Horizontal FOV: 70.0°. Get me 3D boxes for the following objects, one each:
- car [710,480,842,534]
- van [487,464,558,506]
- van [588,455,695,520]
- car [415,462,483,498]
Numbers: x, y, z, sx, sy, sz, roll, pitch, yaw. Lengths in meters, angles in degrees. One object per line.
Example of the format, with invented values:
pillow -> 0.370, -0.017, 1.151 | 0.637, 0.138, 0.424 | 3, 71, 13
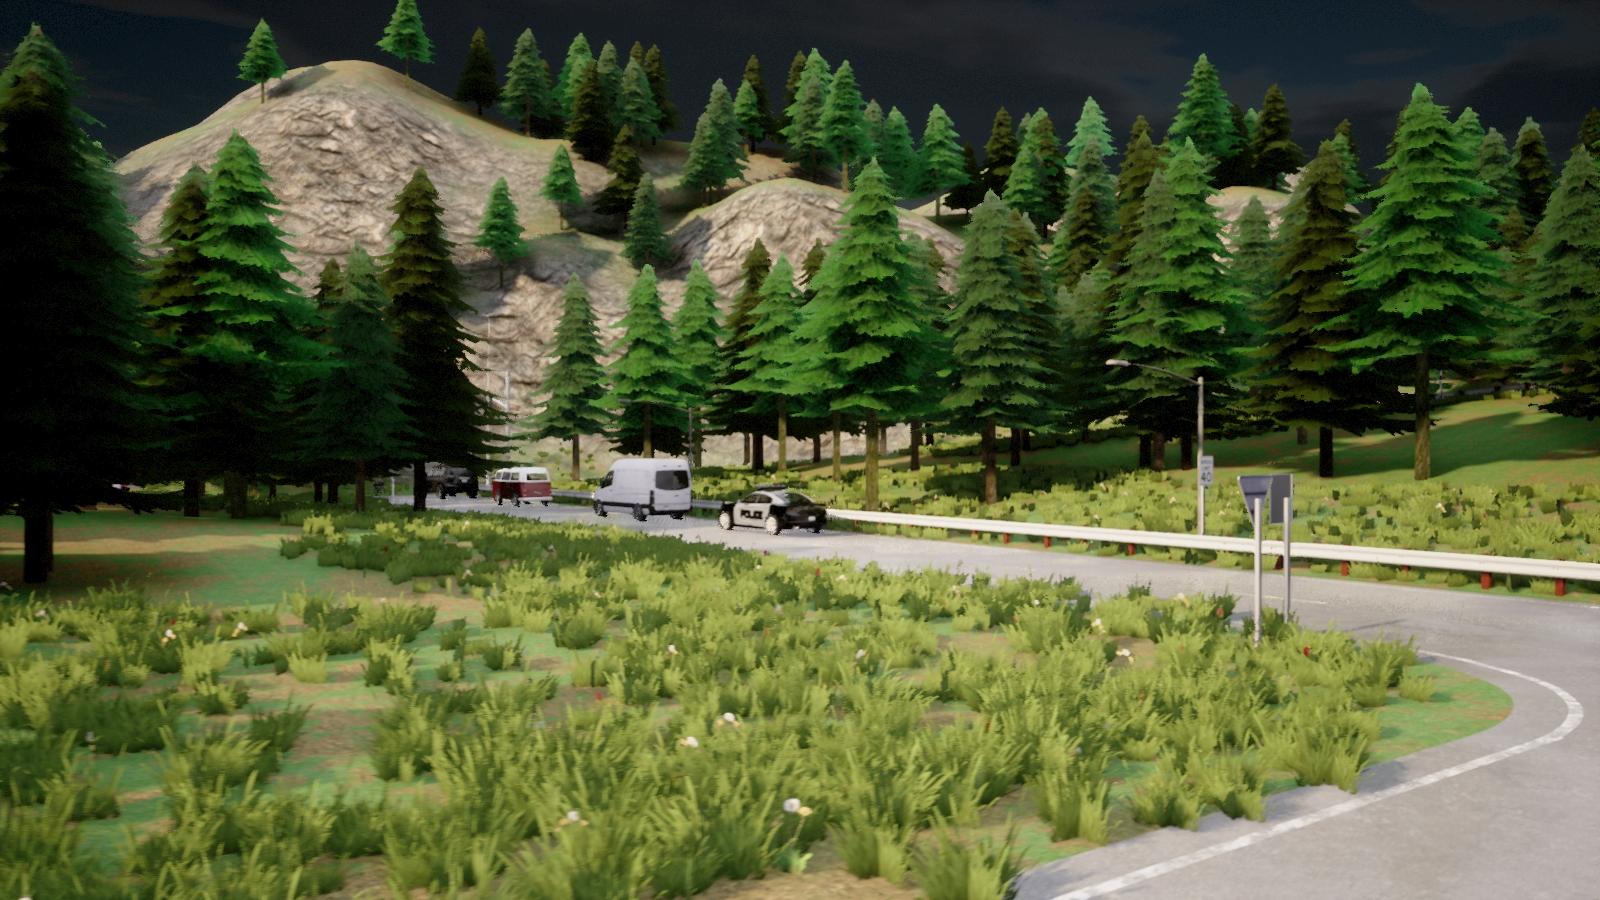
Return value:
car -> -0.936, 1.962, 40.538 | 2.097, 1.638, 5.238 | 0, 0, -35
van -> -14.512, 1.762, 59.566 | 2.069, 2.038, 4.480 | 0, 0, -35
van -> -6.833, 1.515, 48.681 | 1.988, 2.561, 5.915 | 0, 0, -35
car -> -21.194, 1.759, 68.889 | 2.150, 2.045, 5.566 | 0, 0, -37
